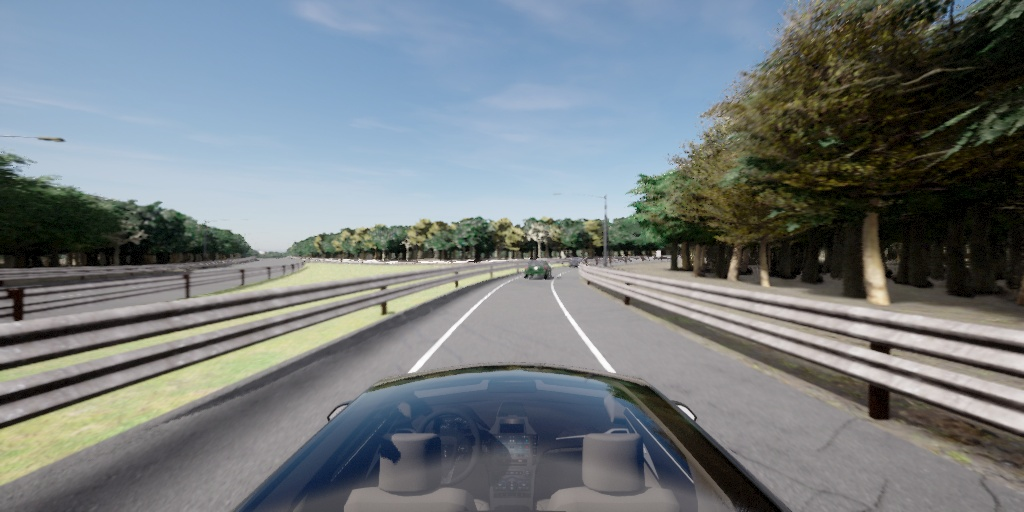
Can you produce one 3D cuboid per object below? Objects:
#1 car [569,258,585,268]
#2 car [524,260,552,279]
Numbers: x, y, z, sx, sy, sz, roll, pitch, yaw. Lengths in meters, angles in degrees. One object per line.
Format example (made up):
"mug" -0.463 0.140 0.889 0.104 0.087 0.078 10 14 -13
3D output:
"car" 10.880 1.108 58.733 2.128 1.511 4.902 1 1 28
"car" 2.512 1.115 33.363 2.097 1.767 4.553 0 0 12
